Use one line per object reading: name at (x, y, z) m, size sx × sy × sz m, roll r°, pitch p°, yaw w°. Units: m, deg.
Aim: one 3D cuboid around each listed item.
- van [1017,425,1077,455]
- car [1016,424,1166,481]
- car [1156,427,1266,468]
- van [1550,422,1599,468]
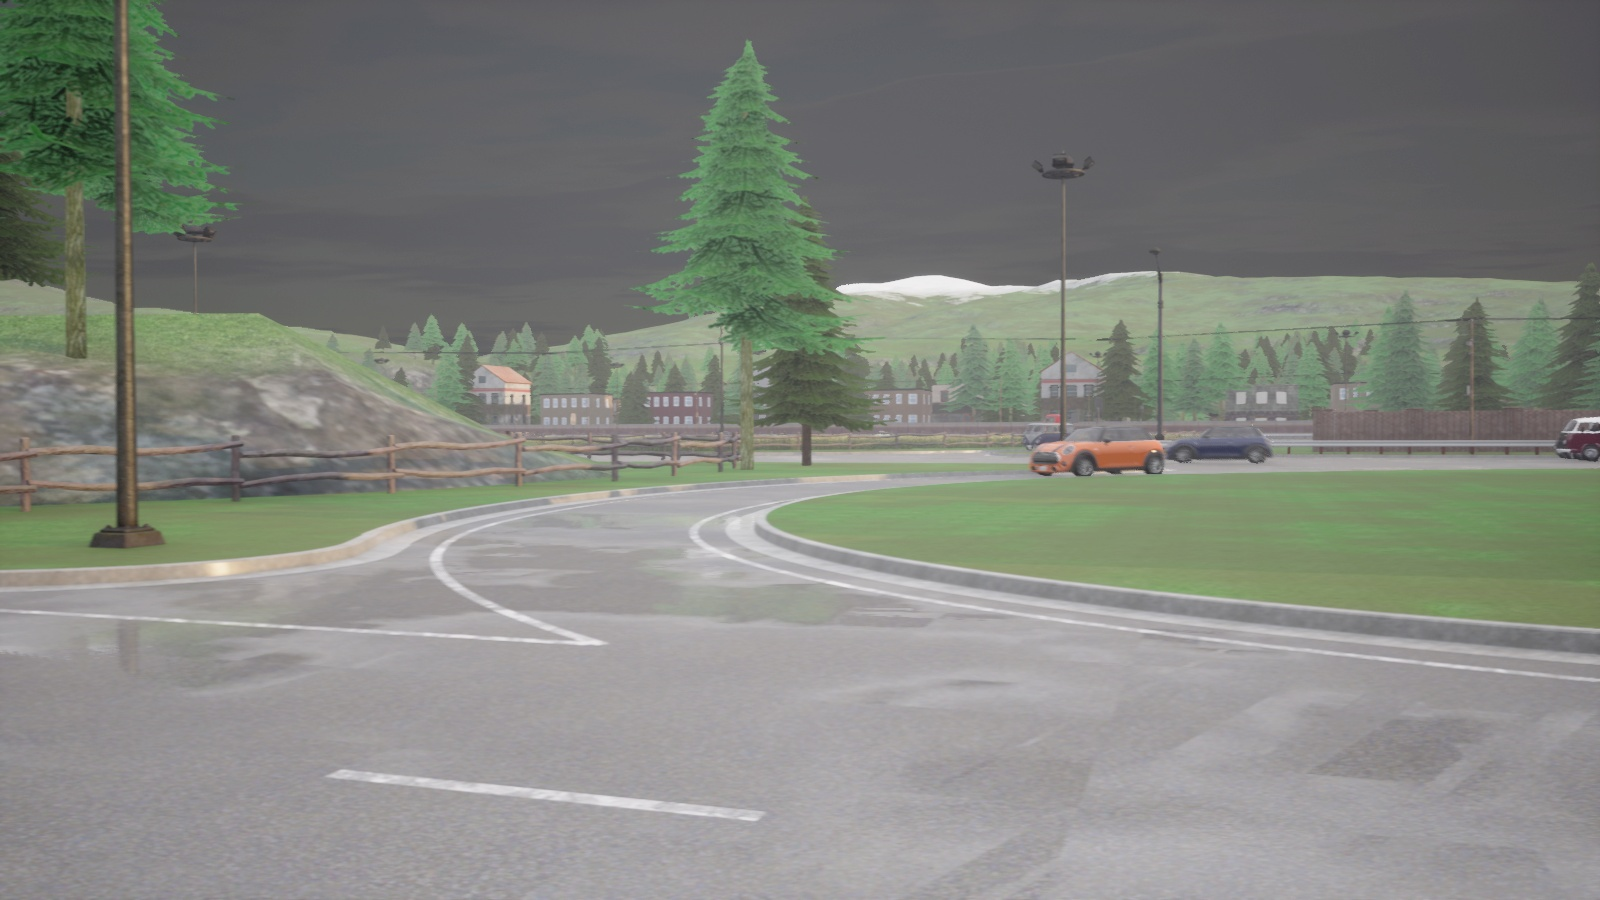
van at (16.809, -0.725, 85.362) m, size 4.442 × 1.987 × 1.775 m, roll -1°, pitch 1°, yaw -45°
car at (9.553, 0.061, 41.210) m, size 4.553 × 1.767 × 2.097 m, roll 0°, pitch 1°, yaw -29°
car at (18.243, -0.140, 55.767) m, size 4.553 × 1.767 × 2.097 m, roll 0°, pitch 1°, yaw 18°
van at (36.817, -0.224, 56.949) m, size 4.480 × 2.038 × 2.069 m, roll 1°, pitch 1°, yaw 18°
